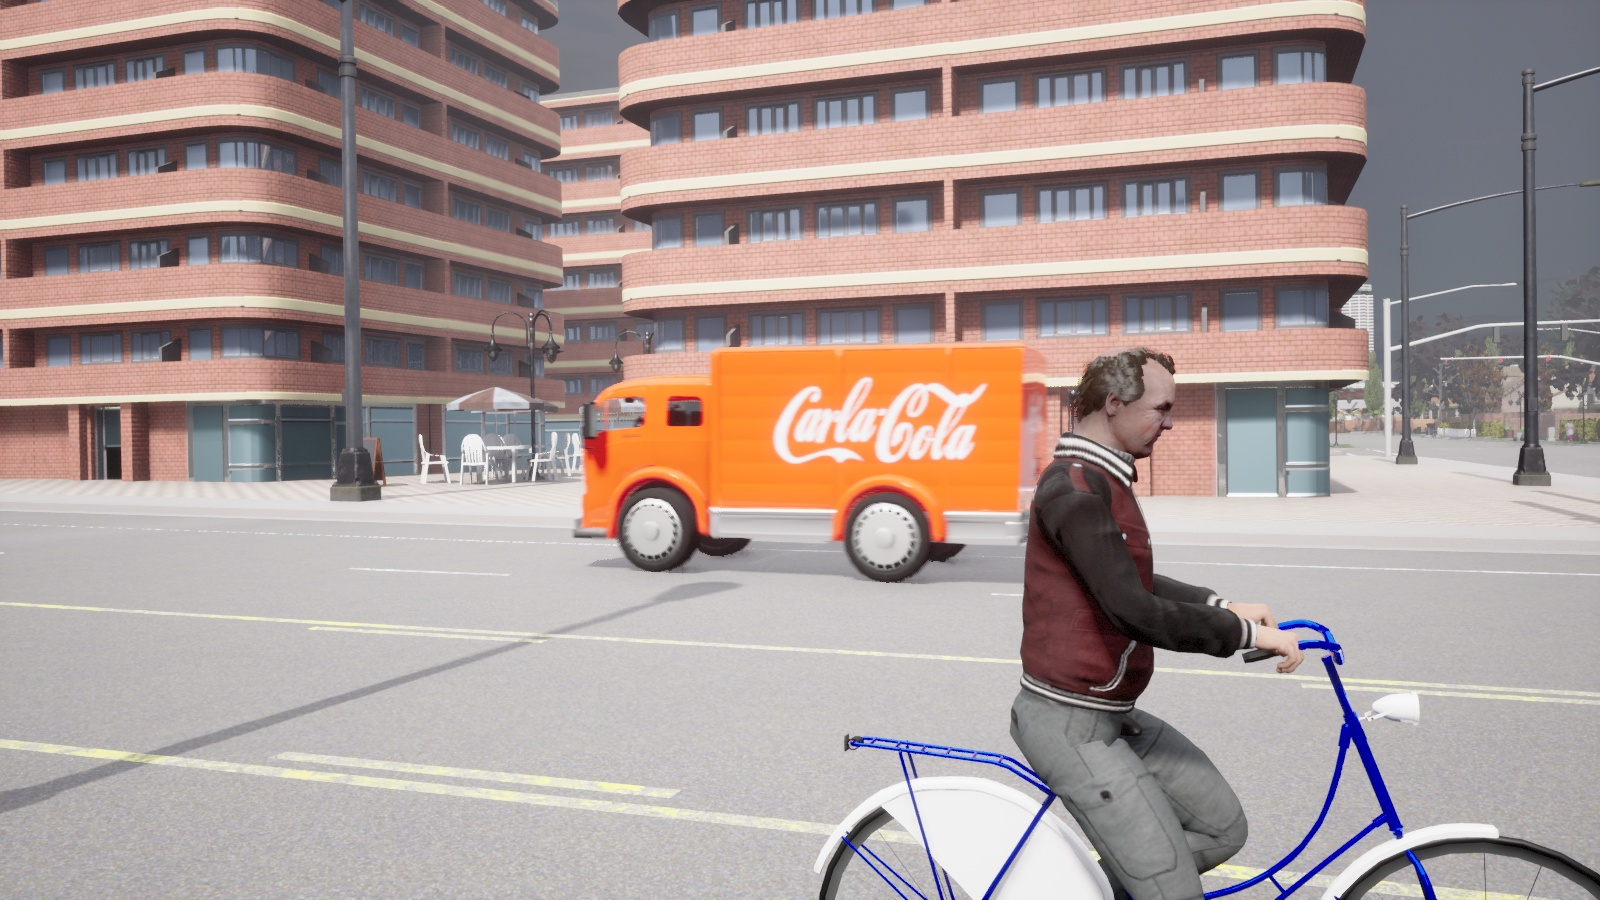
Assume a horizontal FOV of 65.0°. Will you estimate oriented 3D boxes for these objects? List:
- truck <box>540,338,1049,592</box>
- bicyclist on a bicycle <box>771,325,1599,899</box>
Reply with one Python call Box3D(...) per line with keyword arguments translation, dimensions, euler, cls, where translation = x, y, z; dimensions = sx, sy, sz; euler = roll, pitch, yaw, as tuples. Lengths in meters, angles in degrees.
Box3D(translation=(0.018, 0.102, 14.281), dimensions=(5.204, 2.467, 2.627), euler=(1, 1, 18), cls="truck")
Box3D(translation=(0.913, 0.654, 2.814), dimensions=(1.843, 1.776, 0.659), euler=(0, 1, 18), cls="bicyclist on a bicycle")
